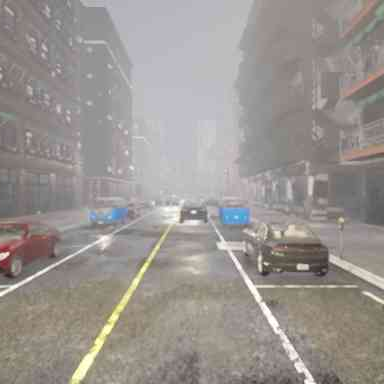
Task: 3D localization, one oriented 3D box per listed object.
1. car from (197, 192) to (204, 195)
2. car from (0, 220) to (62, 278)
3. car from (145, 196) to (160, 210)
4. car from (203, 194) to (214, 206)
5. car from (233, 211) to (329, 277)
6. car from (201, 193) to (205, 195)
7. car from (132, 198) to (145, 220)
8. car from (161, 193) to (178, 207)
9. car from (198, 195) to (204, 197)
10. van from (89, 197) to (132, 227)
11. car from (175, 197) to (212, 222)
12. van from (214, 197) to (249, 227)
[{"bbox_3d":[2.772,1.107,87.664,1.887,1.381,4.507,1,0,0],"label":"car"},{"bbox_3d":[-5.277,1.527,9.891,1.802,1.307,4.206,1,0,0],"label":"car"},{"bbox_3d":[-5.243,1.347,38.245,2.008,1.369,4.403,1,0,0],"label":"car"},{"bbox_3d":[2.608,1.333,43.938,1.947,1.339,4.313,1,0,0],"label":"car"},{"bbox_3d":[2.582,1.496,9.913,2.008,1.369,4.403,1,0,0],"label":"car"},{"bbox_3d":[2.613,1.284,49.609,1.887,1.381,4.507,1,0,0],"label":"car"},{"bbox_3d":[-5.252,1.400,26.903,1.887,1.381,4.507,1,0,0],"label":"car"},{"bbox_3d":[-2.730,1.248,46.335,2.128,1.511,4.902,0,0,0],"label":"car"},{"bbox_3d":[0.134,1.380,41.588,1.895,1.301,4.718,0,0,0],"label":"car"},{"bbox_3d":[-5.254,1.226,21.231,1.690,1.788,3.998,1,0,0],"label":"van"},{"bbox_3d":[0.120,1.370,24.590,2.163,1.488,4.792,0,0,0],"label":"car"},{"bbox_3d":[2.593,1.225,21.253,1.690,1.788,3.998,1,0,0],"label":"van"}]
